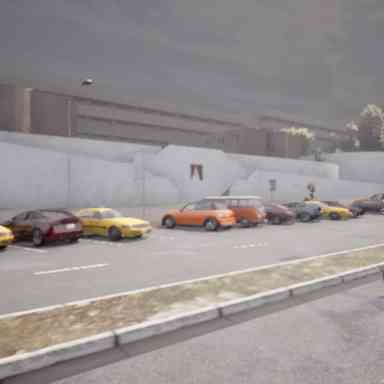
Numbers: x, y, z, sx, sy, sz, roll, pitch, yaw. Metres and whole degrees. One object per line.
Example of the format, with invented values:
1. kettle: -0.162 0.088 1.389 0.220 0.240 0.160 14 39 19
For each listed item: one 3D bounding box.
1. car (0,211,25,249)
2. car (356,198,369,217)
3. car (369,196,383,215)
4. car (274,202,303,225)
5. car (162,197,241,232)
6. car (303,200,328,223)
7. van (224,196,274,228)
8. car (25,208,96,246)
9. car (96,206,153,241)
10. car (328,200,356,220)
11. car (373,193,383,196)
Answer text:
1. car: -9.268 1.488 13.487 5.366 1.575 1.946 -1 -1 35
2. car: 12.480 1.462 29.157 4.792 1.488 2.163 -1 -1 35
3. car: 17.318 1.411 32.633 4.674 1.452 2.002 -1 0 35
4. car: 5.162 1.528 23.972 4.674 1.452 2.002 -1 0 35
5. car: 0.320 1.376 20.496 4.553 1.767 2.185 -1 -1 34
6. car: 7.564 1.507 25.722 4.792 1.488 2.163 -1 0 35
7. van: 2.831 1.272 22.189 4.442 1.987 1.878 -1 -1 35
8. car: -7.019 1.527 15.335 4.792 1.488 2.163 -1 -1 35
9. car: -4.409 1.495 16.948 5.366 1.575 1.946 -1 -1 35
10. car: 10.179 1.450 27.341 5.366 1.575 1.946 -1 -1 35
11. car: 19.715 1.086 34.381 5.566 2.045 2.435 -1 0 35
